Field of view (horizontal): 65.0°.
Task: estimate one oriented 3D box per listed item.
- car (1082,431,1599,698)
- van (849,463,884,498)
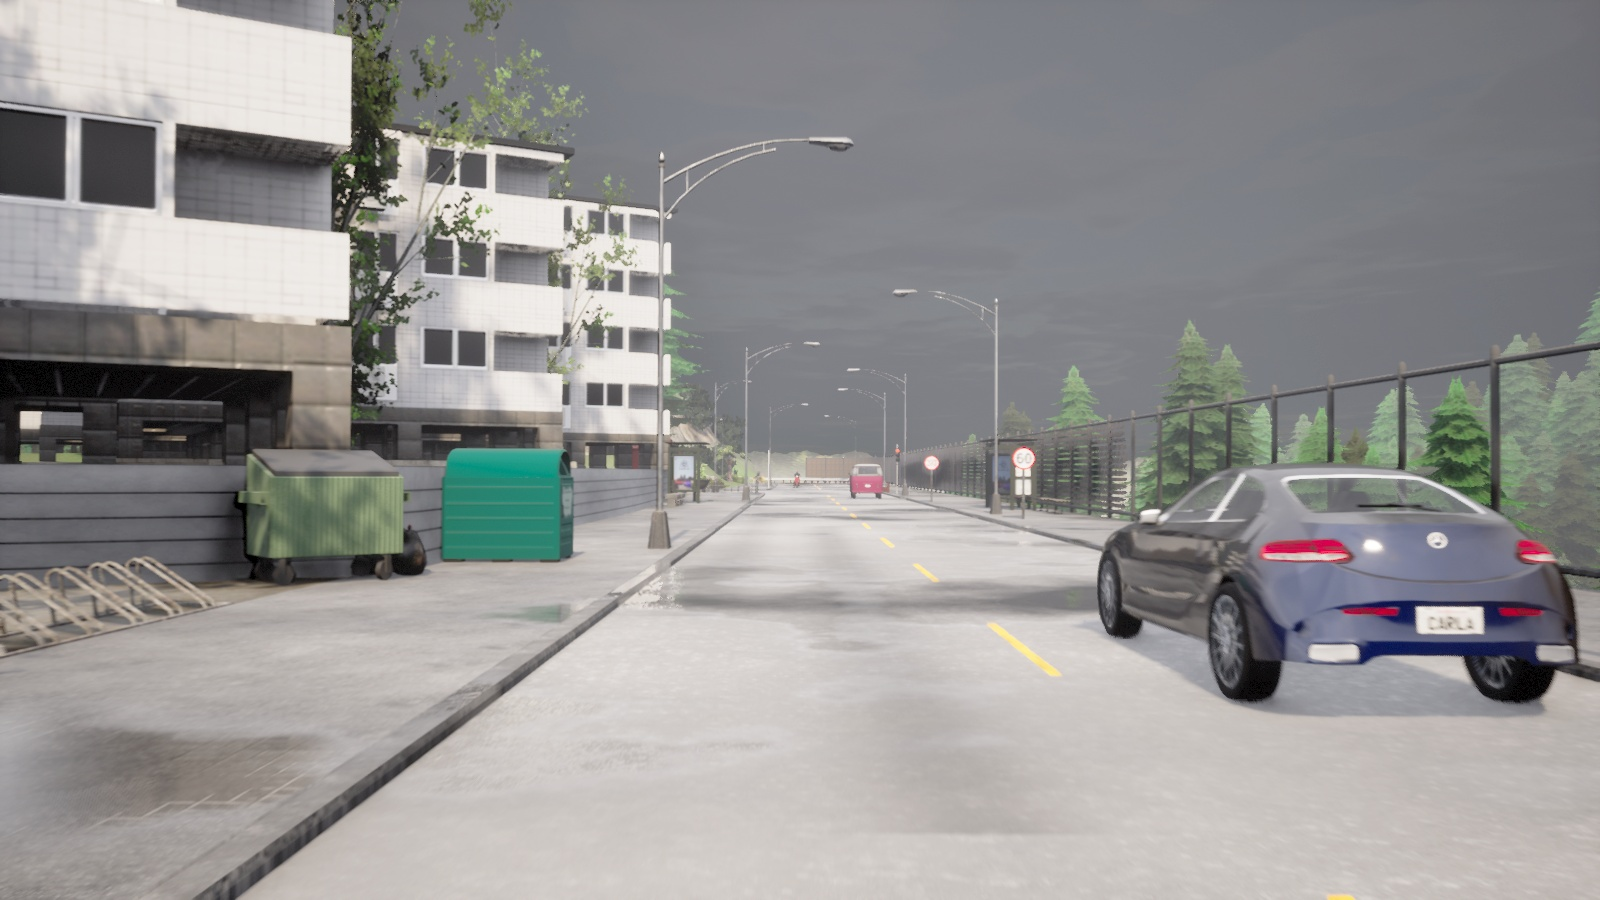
[{"bbox_3d":[3.971,0.750,10.329,2.152,1.651,5.027,0,-1,0],"label":"car"},{"bbox_3d":[3.809,1.767,72.752,1.775,1.987,4.442,0,-1,0],"label":"van"}]
